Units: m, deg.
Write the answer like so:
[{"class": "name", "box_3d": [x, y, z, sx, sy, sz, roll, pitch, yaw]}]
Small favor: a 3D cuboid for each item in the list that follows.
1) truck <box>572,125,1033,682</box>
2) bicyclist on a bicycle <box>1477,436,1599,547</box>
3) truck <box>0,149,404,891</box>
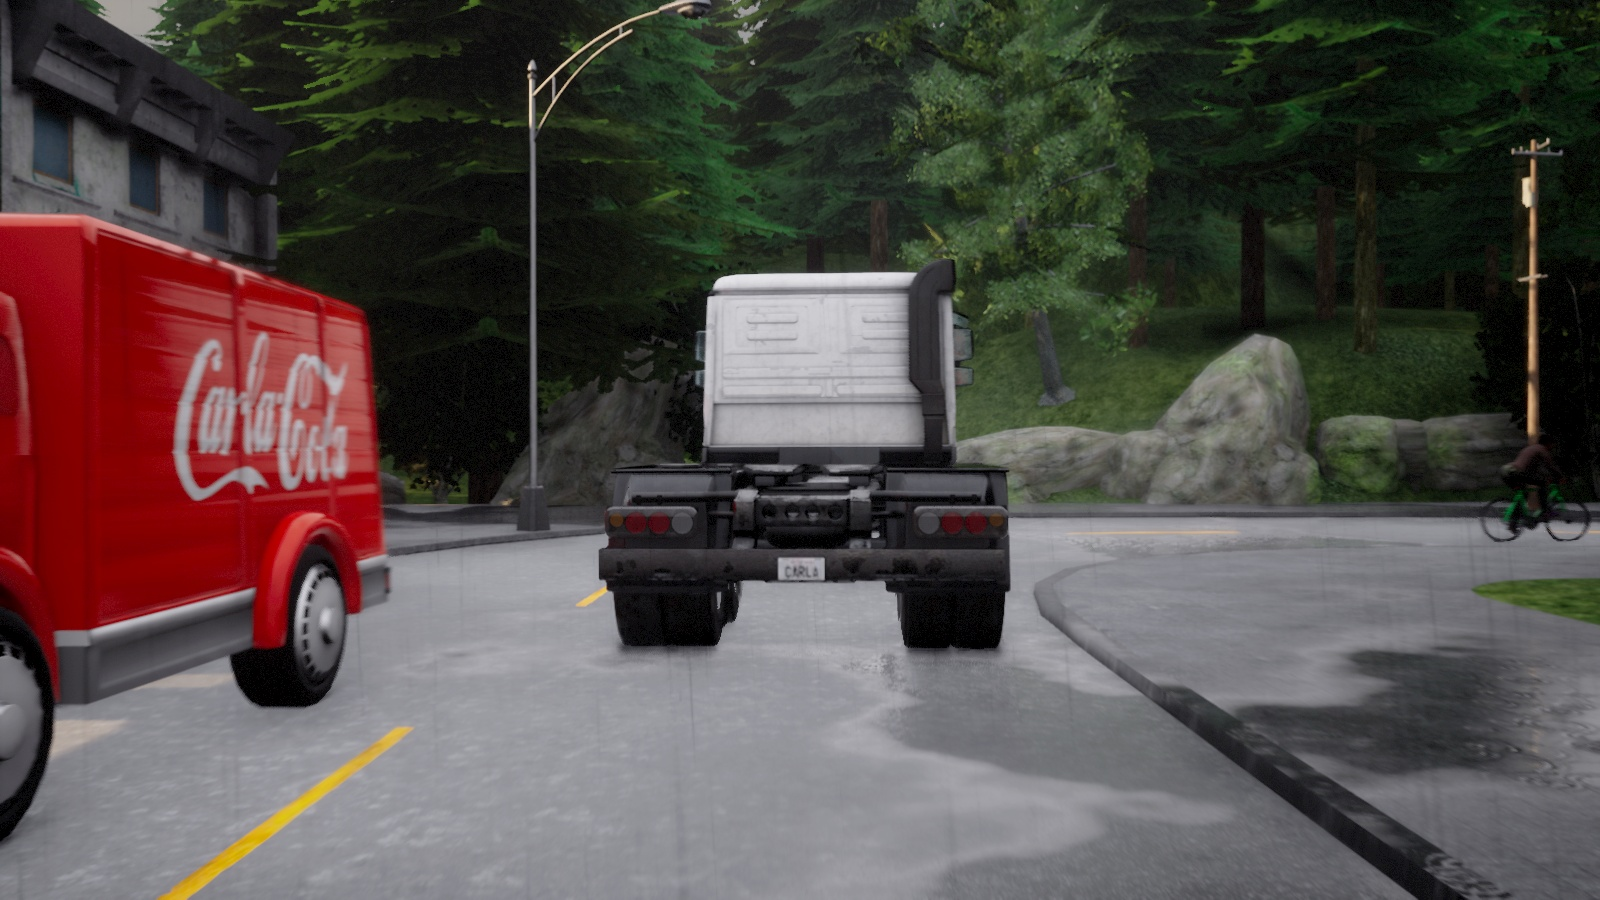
[{"class": "truck", "box_3d": [0.236, -0.302, 11.848, 2.891, 3.462, 7.936, 0, 0, 3]}, {"class": "bicyclist on a bicycle", "box_3d": [11.024, 0.602, 18.621, 1.656, 1.620, 0.582, 0, 1, -2]}, {"class": "truck", "box_3d": [-3.969, 0.224, 5.804, 2.627, 2.467, 5.204, 0, 0, 0]}]
